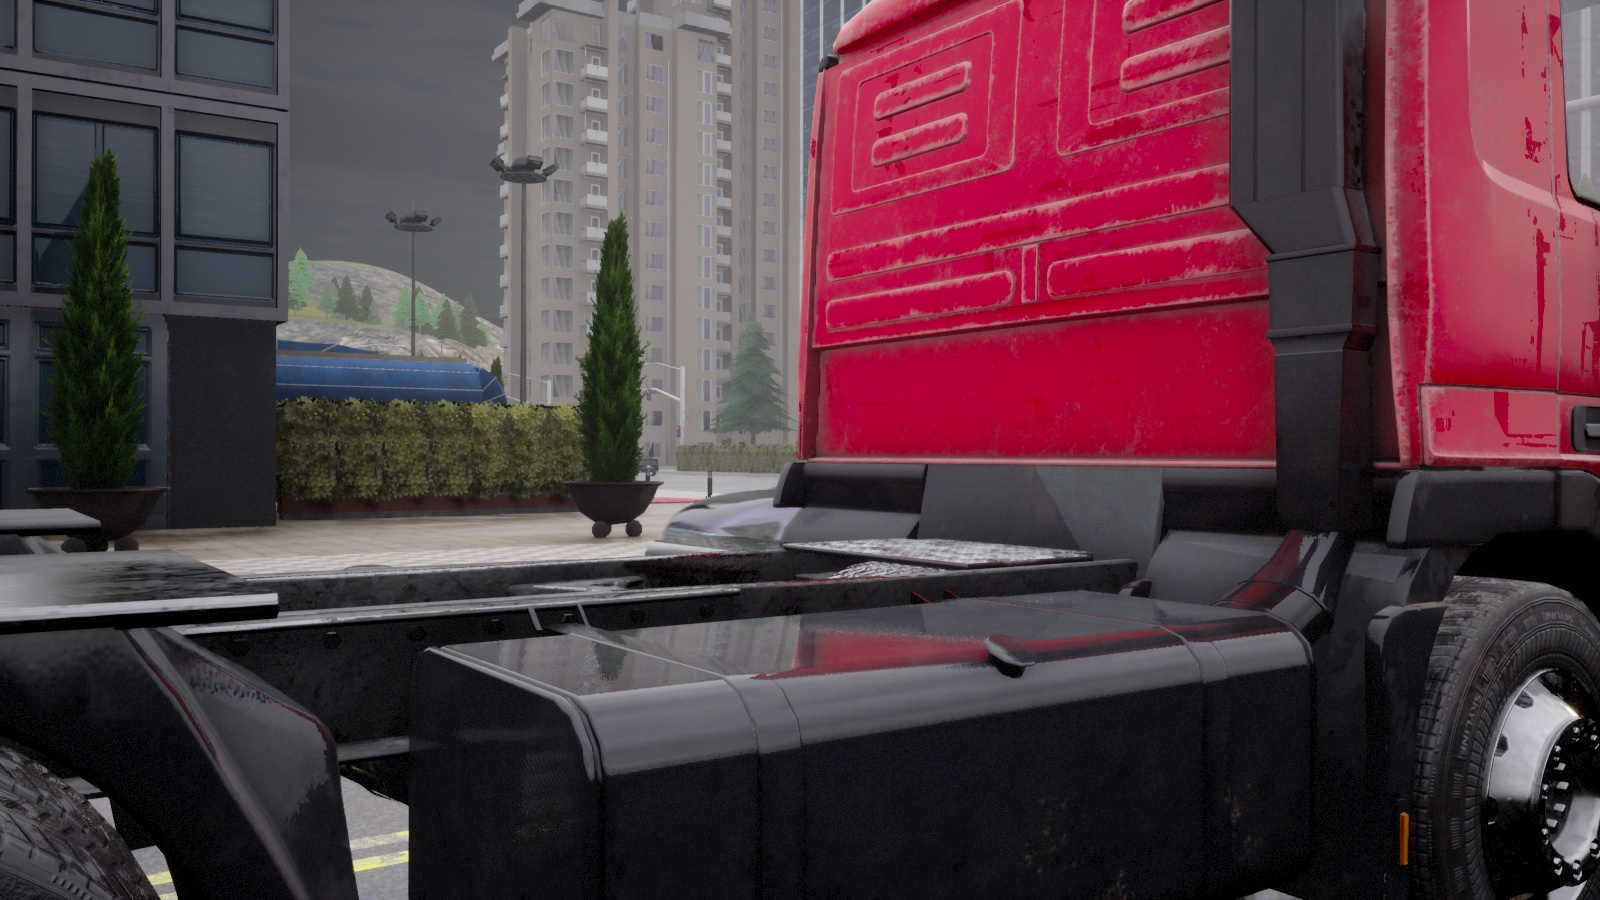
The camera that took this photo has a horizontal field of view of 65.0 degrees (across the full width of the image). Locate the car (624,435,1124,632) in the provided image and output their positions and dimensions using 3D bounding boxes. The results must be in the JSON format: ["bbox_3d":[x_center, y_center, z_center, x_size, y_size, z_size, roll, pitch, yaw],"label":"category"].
[{"bbox_3d":[0.860,0.704,12.777,4.856,1.649,2.033,0,0,-35],"label":"car"}]

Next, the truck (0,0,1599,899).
[{"bbox_3d":[-0.663,-0.228,3.201,7.936,3.462,2.891,0,0,-35],"label":"truck"}]

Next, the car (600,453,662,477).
[{"bbox_3d":[-10.939,0.944,81.072,1.882,1.535,5.008,0,0,-35],"label":"car"}]
